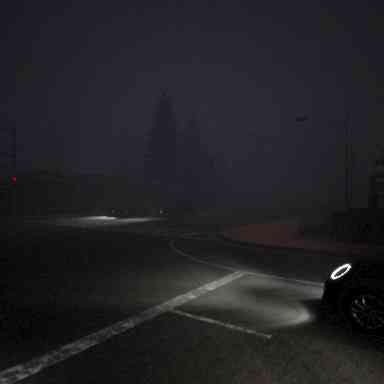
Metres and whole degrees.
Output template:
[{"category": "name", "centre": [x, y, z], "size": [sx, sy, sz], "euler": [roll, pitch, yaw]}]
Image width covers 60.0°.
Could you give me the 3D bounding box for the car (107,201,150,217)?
[{"category": "car", "centre": [-5.766, 1.531, 30.944], "size": [1.994, 1.385, 4.181], "euler": [0, 0, 38]}]

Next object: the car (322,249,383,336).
[{"category": "car", "centre": [4.491, 1.357, 5.137], "size": [4.553, 1.767, 2.097], "euler": [0, 0, 38]}]

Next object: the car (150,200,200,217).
[{"category": "car", "centre": [-1.212, 1.465, 31.117], "size": [2.128, 1.511, 4.902], "euler": [0, 0, 38]}]
